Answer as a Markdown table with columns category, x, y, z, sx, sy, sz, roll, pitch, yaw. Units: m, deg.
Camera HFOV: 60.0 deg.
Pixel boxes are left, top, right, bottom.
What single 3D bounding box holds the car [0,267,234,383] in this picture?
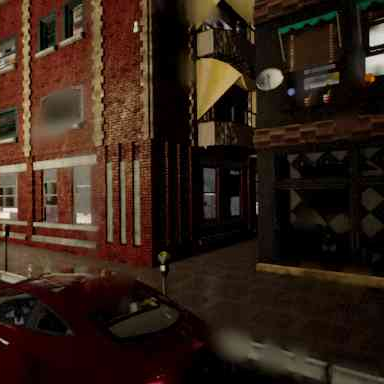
| category | x | y | z | sx | sy | sz | roll | pitch | yaw |
| --- | --- | --- | --- | --- | --- | --- | --- | --- | --- |
| car | -1.535 | 1.586 | 3.947 | 4.206 | 1.307 | 1.802 | 0 | -1 | 36 |
